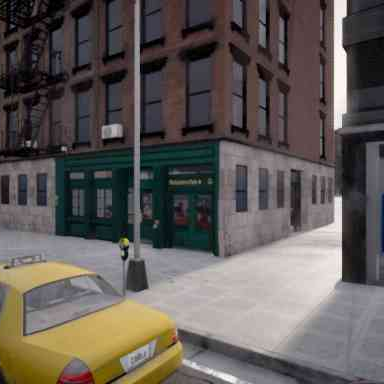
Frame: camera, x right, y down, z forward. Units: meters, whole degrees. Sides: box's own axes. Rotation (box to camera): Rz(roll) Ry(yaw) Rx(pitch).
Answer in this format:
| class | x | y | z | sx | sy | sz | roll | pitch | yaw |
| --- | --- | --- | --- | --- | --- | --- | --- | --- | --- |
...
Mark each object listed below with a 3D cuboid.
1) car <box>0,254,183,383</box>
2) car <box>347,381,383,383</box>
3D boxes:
| class | x | y | z | sx | sy | sz | roll | pitch | yaw |
| --- | --- | --- | --- | --- | --- | --- | --- | --- | --- |
| car | -2.384 | 1.524 | 4.507 | 4.829 | 1.417 | 1.752 | 0 | 0 | 35 |
| car | 2.381 | 1.582 | 1.109 | 4.206 | 1.307 | 1.802 | 0 | 0 | 35 |
